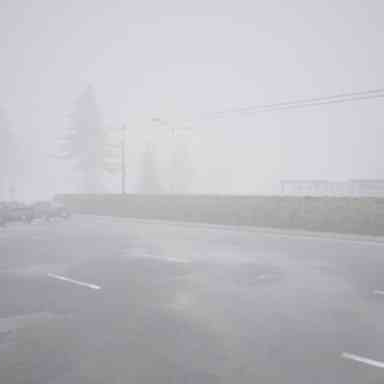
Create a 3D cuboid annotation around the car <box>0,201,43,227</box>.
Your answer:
[{"bbox_3d":[-12.129,1.362,21.549,4.902,1.511,2.128,0,0,36],"label":"car"}]

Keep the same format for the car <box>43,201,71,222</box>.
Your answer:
[{"bbox_3d":[-10.965,1.385,25.013,4.674,1.442,1.812,0,0,36],"label":"car"}]
